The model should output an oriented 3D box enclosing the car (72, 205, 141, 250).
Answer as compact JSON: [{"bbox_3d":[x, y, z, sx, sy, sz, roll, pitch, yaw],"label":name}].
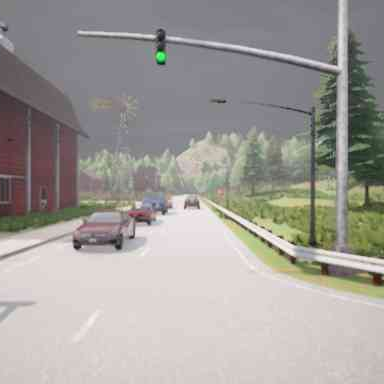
[{"bbox_3d":[-3.604,1.497,14.411,1.812,1.442,4.674,0,0,0],"label":"car"}]

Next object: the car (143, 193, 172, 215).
[{"bbox_3d":[-3.600,1.153,33.427,2.150,2.045,5.566,0,0,1],"label":"car"}]

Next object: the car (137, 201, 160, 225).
[{"bbox_3d":[-3.608,1.553,23.572,1.895,1.301,4.718,0,0,0],"label":"car"}]

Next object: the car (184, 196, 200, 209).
[{"bbox_3d":[0.016,1.268,43.993,2.097,1.767,4.553,0,0,0],"label":"car"}]
